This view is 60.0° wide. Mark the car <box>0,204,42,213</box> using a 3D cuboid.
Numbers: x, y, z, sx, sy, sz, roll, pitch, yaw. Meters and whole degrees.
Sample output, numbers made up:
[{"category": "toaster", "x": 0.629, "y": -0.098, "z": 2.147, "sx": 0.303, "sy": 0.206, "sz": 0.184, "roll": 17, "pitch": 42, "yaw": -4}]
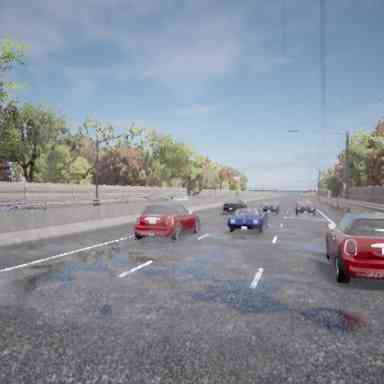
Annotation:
[{"category": "car", "x": -11.281, "y": 1.500, "z": 20.237, "sx": 2.128, "sy": 1.511, "sz": 4.902, "roll": 0, "pitch": 0, "yaw": 18}]

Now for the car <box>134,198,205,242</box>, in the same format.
[{"category": "car", "x": -1.111, "y": 1.361, "z": 16.904, "sx": 2.097, "sy": 1.767, "sz": 4.553, "roll": 0, "pitch": 0, "yaw": 18}]

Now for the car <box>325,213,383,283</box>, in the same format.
[{"category": "car", "x": 5.063, "y": 1.356, "z": 9.473, "sx": 2.097, "sy": 1.767, "sz": 4.553, "roll": 0, "pitch": 0, "yaw": 18}]

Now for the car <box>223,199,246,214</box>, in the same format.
[{"category": "car", "x": 4.547, "y": 1.501, "z": 34.846, "sx": 1.882, "sy": 1.535, "sz": 5.008, "roll": 0, "pitch": 0, "yaw": 17}]

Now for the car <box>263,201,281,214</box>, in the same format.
[{"category": "car", "x": 8.402, "y": 1.626, "z": 35.432, "sx": 1.895, "sy": 1.301, "sz": 4.718, "roll": 0, "pitch": 0, "yaw": 17}]

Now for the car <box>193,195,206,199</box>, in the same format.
[{"category": "car", "x": 1.084, "y": 1.404, "z": 59.364, "sx": 2.097, "sy": 1.767, "sz": 4.553, "roll": 0, "pitch": 0, "yaw": 18}]

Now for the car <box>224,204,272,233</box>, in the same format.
[{"category": "car", "x": 3.458, "y": 1.612, "z": 19.750, "sx": 1.895, "sy": 1.301, "sz": 4.718, "roll": 0, "pitch": 0, "yaw": 17}]

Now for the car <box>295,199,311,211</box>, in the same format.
[{"category": "car", "x": 14.507, "y": 1.635, "z": 43.461, "sx": 1.895, "sy": 1.301, "sz": 4.718, "roll": 0, "pitch": 0, "yaw": 18}]

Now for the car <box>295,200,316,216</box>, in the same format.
[{"category": "car", "x": 11.451, "y": 1.625, "z": 33.621, "sx": 1.895, "sy": 1.301, "sz": 4.718, "roll": 0, "pitch": 0, "yaw": 18}]
